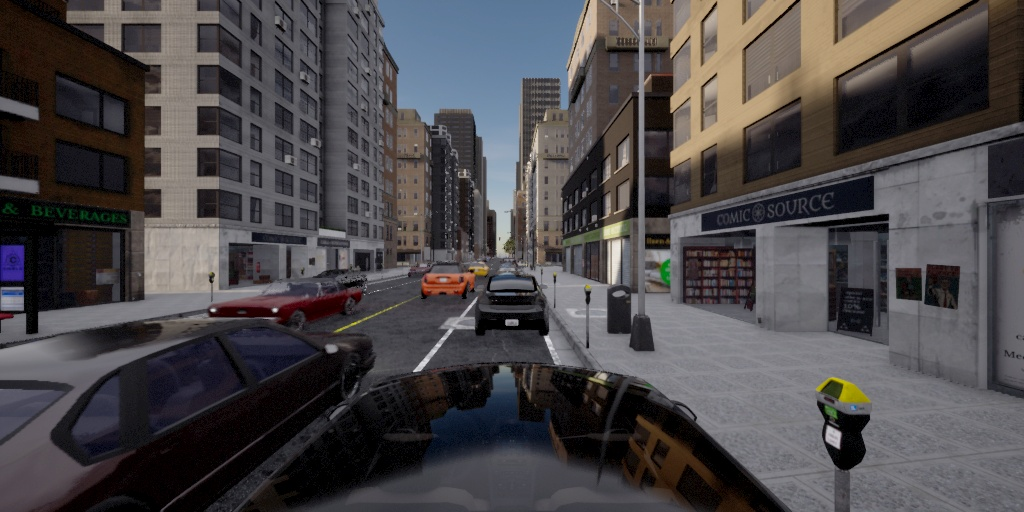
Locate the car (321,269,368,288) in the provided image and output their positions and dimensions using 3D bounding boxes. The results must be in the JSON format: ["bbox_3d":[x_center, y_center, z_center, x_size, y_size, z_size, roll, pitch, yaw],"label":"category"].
[{"bbox_3d":[-8.813,1.316,18.202,1.948,1.339,4.313,0,0,0],"label":"car"}]

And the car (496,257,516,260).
[{"bbox_3d":[-0.288,1.066,40.309,2.192,1.841,5.009,0,0,0],"label":"car"}]

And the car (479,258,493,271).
[{"bbox_3d":[-3.145,1.208,34.089,1.801,1.575,5.366,0,0,0],"label":"car"}]

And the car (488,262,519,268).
[{"bbox_3d":[-0.288,1.301,23.738,2.007,1.370,4.403,0,0,0],"label":"car"}]

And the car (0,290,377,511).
[{"bbox_3d":[-3.046,1.297,3.180,2.033,1.411,5.357,0,0,0],"label":"car"}]

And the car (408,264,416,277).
[{"bbox_3d":[-8.814,1.333,34.778,1.802,1.307,4.207,0,0,0],"label":"car"}]

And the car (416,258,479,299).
[{"bbox_3d":[-3.046,1.102,18.034,2.097,1.767,4.553,0,0,0],"label":"car"}]

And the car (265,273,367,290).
[{"bbox_3d":[-6.251,1.351,10.521,1.895,1.301,4.718,0,0,0],"label":"car"}]

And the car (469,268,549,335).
[{"bbox_3d":[0.000,1.254,10.500,1.837,1.490,4.892,0,0,0],"label":"car"}]
